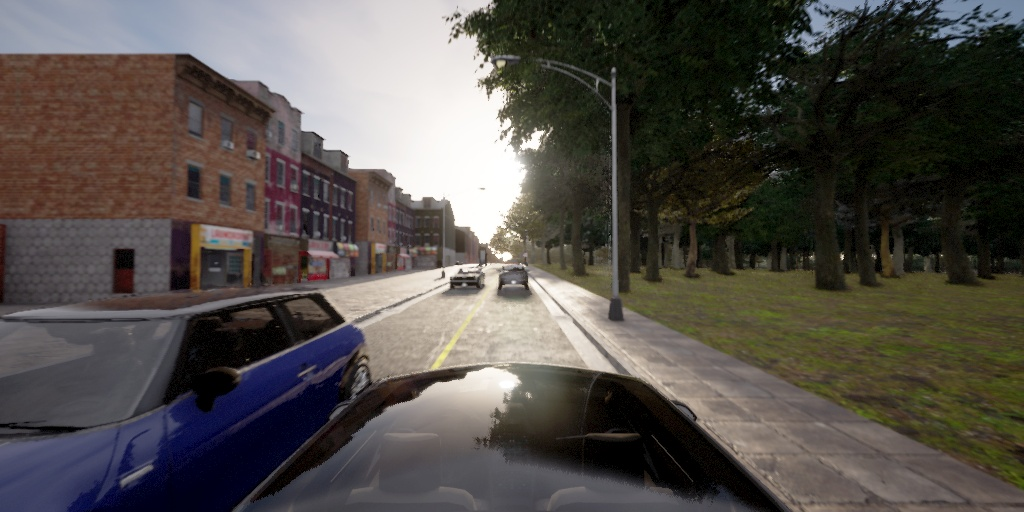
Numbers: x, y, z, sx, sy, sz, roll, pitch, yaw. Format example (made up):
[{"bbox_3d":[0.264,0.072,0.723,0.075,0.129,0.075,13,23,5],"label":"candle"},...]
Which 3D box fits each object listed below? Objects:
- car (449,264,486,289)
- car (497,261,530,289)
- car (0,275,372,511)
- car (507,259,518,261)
[{"bbox_3d":[-2.778,1.372,23.157,1.895,1.301,4.718,0,0,1],"label":"car"},{"bbox_3d":[0.091,1.275,23.157,1.837,1.490,4.892,0,0,0],"label":"car"},{"bbox_3d":[-2.846,1.105,2.701,2.097,1.767,4.553,0,0,0],"label":"car"},{"bbox_3d":[0.080,1.170,47.291,2.097,1.767,4.553,0,0,0],"label":"car"}]
